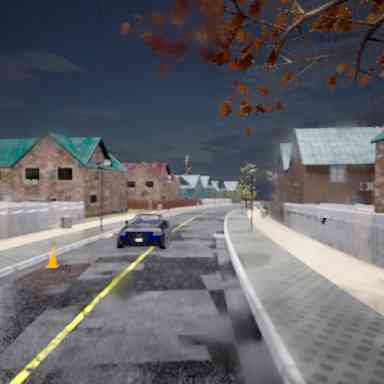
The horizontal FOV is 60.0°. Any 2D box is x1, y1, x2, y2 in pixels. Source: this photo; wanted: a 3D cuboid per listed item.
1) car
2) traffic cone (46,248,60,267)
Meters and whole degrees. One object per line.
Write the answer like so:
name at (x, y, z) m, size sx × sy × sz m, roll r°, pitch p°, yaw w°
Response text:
car at (-2.012, 1.706, 15.010) m, size 1.994 × 1.385 × 4.181 m, roll 0°, pitch -1°, yaw 2°
traffic cone at (-4.374, 2.045, 10.460) m, size 0.340 × 0.580 × 0.340 m, roll 0°, pitch -1°, yaw 3°
